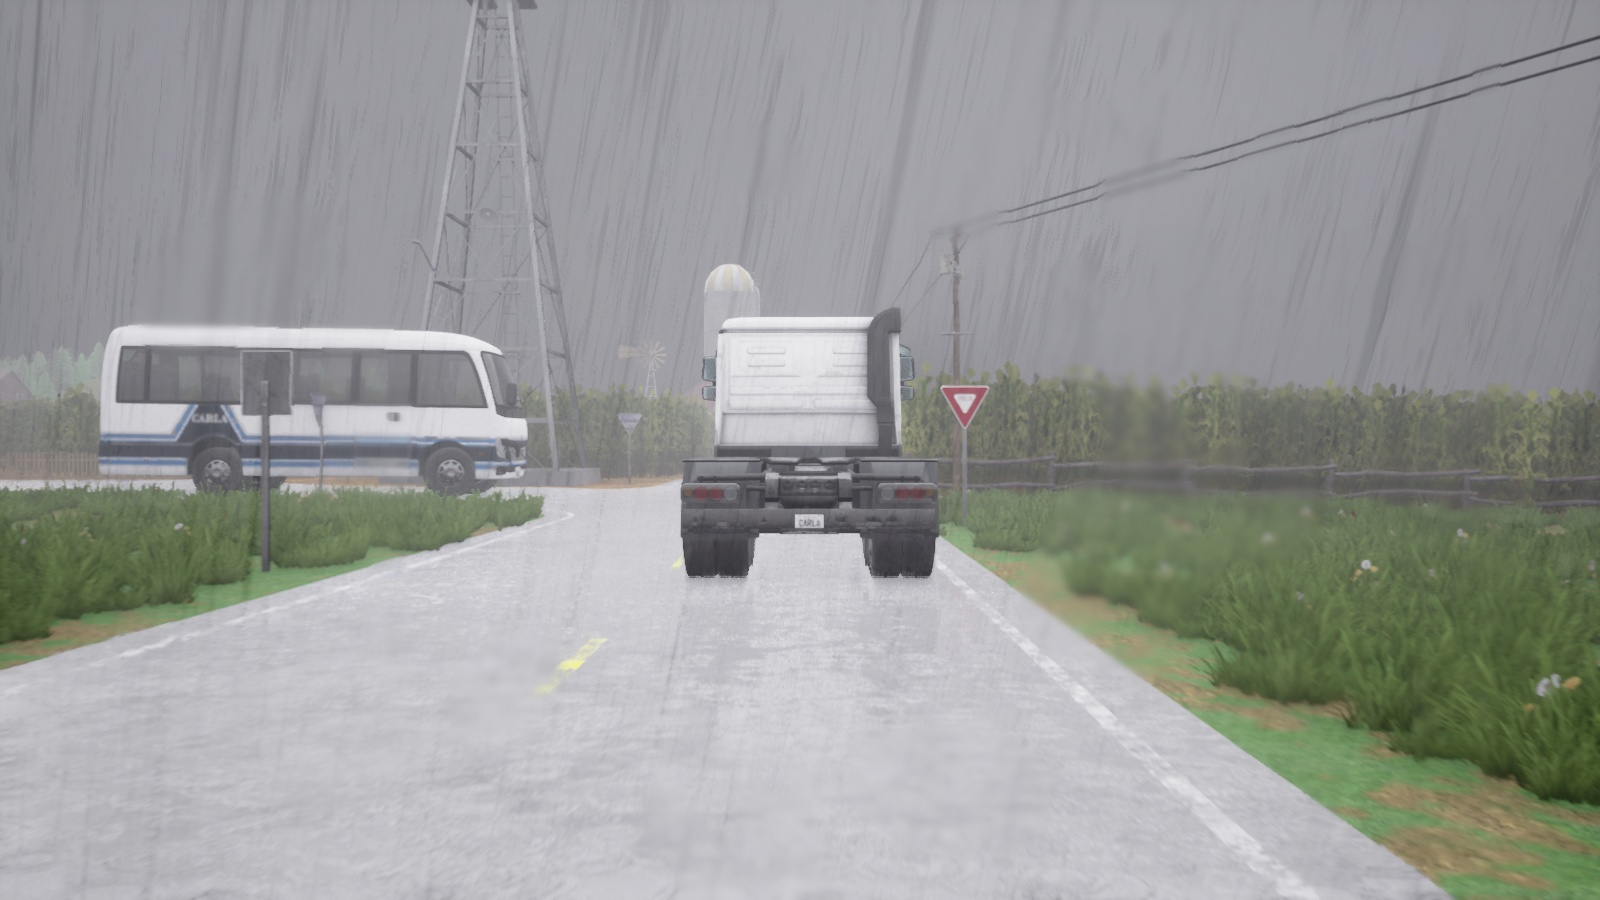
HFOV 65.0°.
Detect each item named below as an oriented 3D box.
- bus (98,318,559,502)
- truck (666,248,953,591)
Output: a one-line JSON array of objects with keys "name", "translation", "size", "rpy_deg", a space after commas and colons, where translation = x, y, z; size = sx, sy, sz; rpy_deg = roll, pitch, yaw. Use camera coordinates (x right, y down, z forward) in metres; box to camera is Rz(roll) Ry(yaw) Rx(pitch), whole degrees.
[{"name": "bus", "translation": [-11.686, -0.959, 32.148], "size": [10.273, 4.253, 3.944], "rpy_deg": [1, 1, -1]}, {"name": "truck", "translation": [0.113, -0.329, 16.622], "size": [2.891, 3.462, 7.936], "rpy_deg": [0, 0, 0]}]
